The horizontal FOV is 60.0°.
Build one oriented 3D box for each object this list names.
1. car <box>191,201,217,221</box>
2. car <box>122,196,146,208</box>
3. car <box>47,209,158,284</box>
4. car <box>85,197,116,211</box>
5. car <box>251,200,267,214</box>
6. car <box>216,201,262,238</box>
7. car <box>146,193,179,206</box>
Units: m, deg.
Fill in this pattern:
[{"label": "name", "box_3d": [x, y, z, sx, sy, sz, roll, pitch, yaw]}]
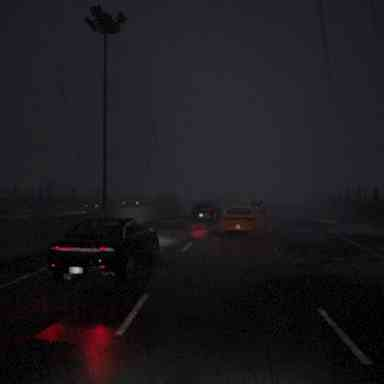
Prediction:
[{"label": "car", "box_3d": [1.262, 1.479, 27.326, 1.837, 1.490, 4.892, 0, 0, 14]}, {"label": "car", "box_3d": [-6.619, 1.278, 39.922, 2.097, 1.767, 4.553, 0, 0, 14]}, {"label": "car", "box_3d": [-2.249, 1.471, 9.587, 2.128, 1.511, 4.902, 0, 0, 6]}, {"label": "car", "box_3d": [-10.536, 1.417, 38.716, 1.837, 1.490, 4.892, 0, 0, 14]}, {"label": "car", "box_3d": [6.837, 1.553, 35.217, 1.994, 1.385, 4.181, 0, 0, 14]}, {"label": "car", "box_3d": [2.651, 1.468, 17.934, 1.882, 1.535, 5.008, 0, 0, 12]}, {"label": "car", "box_3d": [-3.114, 1.161, 39.518, 2.150, 2.045, 5.566, 0, 0, 14]}]
